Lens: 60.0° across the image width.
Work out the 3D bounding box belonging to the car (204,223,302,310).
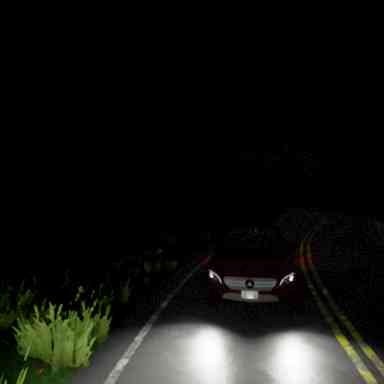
[{"bbox_3d":[1.496,1.526,8.069,1.812,1.442,4.674,-1,0,12],"label":"car"}]
